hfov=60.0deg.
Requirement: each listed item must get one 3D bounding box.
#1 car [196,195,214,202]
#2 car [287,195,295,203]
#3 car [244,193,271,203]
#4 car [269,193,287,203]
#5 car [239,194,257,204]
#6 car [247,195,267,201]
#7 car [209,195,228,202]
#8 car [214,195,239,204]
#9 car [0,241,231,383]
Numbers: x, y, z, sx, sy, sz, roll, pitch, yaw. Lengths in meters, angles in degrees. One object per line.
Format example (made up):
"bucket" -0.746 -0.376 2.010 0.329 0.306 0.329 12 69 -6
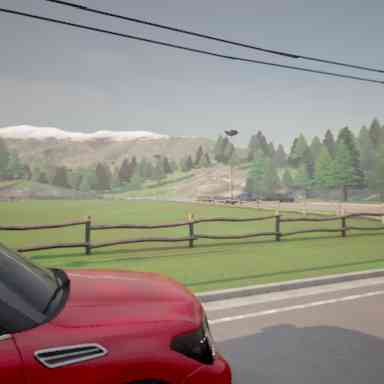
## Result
"car" 2.729 1.482 74.269 2.033 1.411 5.357 0 0 -23
"car" 19.612 1.488 70.427 1.837 1.490 4.892 0 0 -23
"car" 13.181 1.482 67.663 2.128 1.511 4.902 0 0 -23
"car" 16.524 1.214 68.748 2.150 2.045 5.566 0 0 -23
"car" 10.053 1.539 66.188 2.033 1.411 5.357 0 0 -23
"car" 15.595 1.472 79.788 2.033 1.411 5.357 0 0 -23
"car" 5.945 1.481 75.649 2.033 1.411 5.357 0 0 -23
"car" 6.729 1.557 65.075 1.994 1.385 4.181 0 0 -23
"car" -2.449 1.221 2.509 5.566 2.045 2.150 0 0 -23
